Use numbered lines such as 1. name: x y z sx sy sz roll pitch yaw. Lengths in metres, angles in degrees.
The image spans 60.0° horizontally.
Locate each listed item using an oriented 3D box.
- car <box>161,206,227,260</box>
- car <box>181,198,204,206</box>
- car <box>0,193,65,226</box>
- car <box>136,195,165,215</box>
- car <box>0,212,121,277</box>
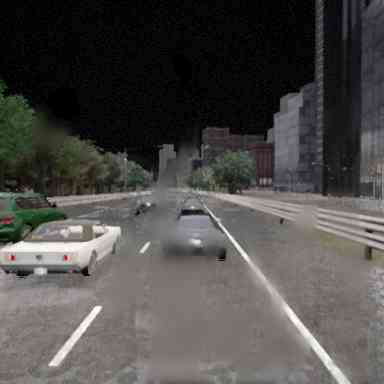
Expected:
1. car: 0.099 1.405 11.726 1.994 1.385 4.181 0 1 0
2. car: 0.040 1.199 29.240 1.994 1.385 4.181 0 1 0
3. car: -6.916 1.042 13.332 2.150 2.045 5.566 0 1 -1
4. car: -3.455 0.995 28.505 2.097 1.767 4.553 0 1 0
5. car: -3.402 1.468 9.706 1.895 1.301 4.718 0 1 0
